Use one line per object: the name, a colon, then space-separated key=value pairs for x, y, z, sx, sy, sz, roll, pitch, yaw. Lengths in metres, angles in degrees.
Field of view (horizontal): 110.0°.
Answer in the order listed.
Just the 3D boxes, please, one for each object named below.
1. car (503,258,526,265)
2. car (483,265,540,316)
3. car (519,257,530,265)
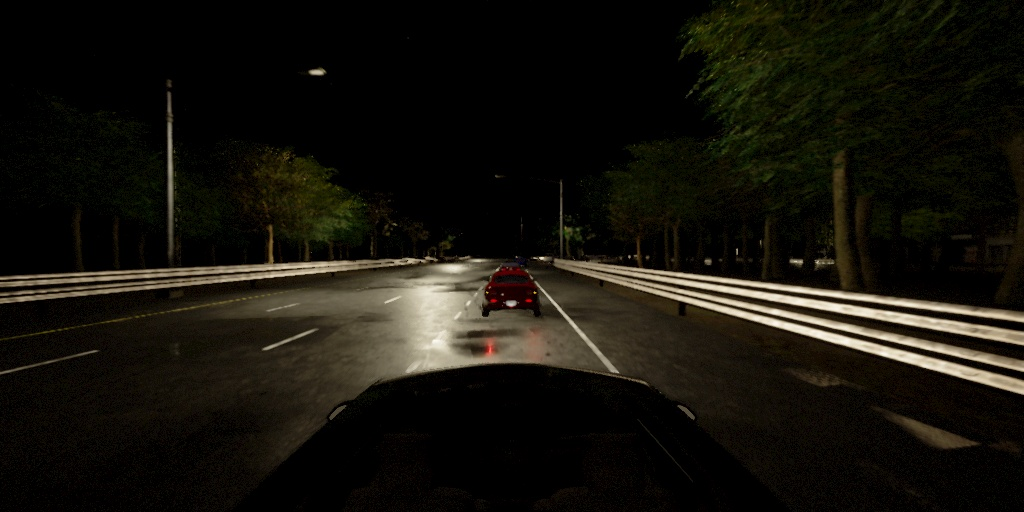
car: x=-0.082 y=1.137 z=30.969 sx=2.033 sy=1.411 sz=5.357 roll=0 pitch=0 yaw=0
car: x=-0.028 y=1.216 z=12.871 sx=1.812 sy=1.442 sz=4.674 roll=0 pitch=0 yaw=0
car: x=1.489 y=0.937 z=53.844 sx=1.882 sy=1.535 sz=5.008 roll=0 pitch=0 yaw=11
